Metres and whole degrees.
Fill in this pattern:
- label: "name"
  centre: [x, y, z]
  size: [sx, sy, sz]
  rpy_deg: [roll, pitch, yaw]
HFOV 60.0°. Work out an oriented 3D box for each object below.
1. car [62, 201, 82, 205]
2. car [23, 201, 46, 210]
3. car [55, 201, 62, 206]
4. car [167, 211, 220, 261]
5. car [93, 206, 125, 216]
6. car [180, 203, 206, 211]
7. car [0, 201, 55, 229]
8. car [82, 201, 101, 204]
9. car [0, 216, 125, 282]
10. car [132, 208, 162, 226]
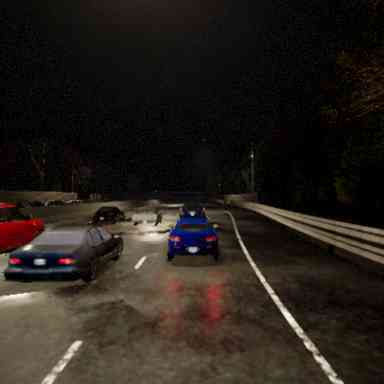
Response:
- label: "car"
  centre: [-21.022, 2.341, 60.046]
  size: [2.128, 1.511, 4.902]
  rpy_deg: [0, -1, 1]
- label: "car"
  centre: [-28.017, 2.363, 59.459]
  size: [1.812, 1.442, 4.674]
  rpy_deg: [0, -1, 1]
- label: "car"
  centre: [-24.518, 2.347, 59.909]
  size: [1.837, 1.490, 4.892]
  rpy_deg: [0, -1, 1]
- label: "car"
  centre: [0.051, 1.701, 12.982]
  size: [1.812, 1.442, 4.674]
  rpy_deg: [0, -1, 0]
- label: "car"
  centre: [-6.949, 1.907, 28.002]
  size: [1.812, 1.442, 4.674]
  rpy_deg: [0, -1, 0]
- label: "car"
  centre: [0.046, 1.722, 27.216]
  size: [2.097, 1.767, 4.553]
  rpy_deg: [0, -1, 0]
- label: "car"
  centre: [-6.963, 1.374, 11.161]
  size: [2.150, 2.045, 5.566]
  rpy_deg: [0, -1, 1]
- label: "car"
  centre: [-17.518, 2.395, 60.141]
  size: [2.033, 1.411, 5.357]
  rpy_deg: [0, -1, 1]
- label: "car"
  centre: [-3.472, 1.685, 10.142]
  size: [2.033, 1.411, 5.357]
  rpy_deg: [0, -1, 1]
- label: "car"
  centre: [-3.460, 1.965, 26.688]
  size: [1.895, 1.301, 4.718]
  rpy_deg: [0, -1, 0]
